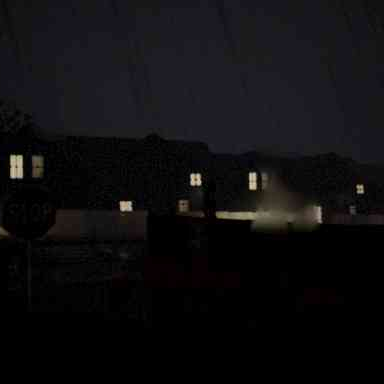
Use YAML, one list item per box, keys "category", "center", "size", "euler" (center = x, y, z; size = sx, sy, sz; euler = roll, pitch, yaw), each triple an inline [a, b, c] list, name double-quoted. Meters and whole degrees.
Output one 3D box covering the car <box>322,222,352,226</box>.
- category: "car"
  center: [9.200, 2.665, 22.004]
  size: [4.718, 1.301, 1.895]
  euler: [2, -2, -22]
